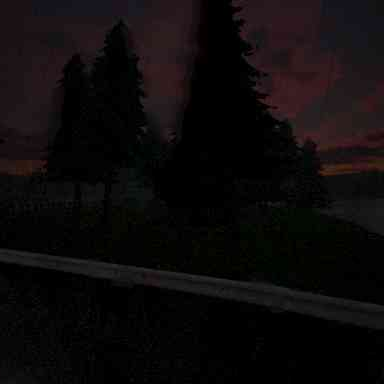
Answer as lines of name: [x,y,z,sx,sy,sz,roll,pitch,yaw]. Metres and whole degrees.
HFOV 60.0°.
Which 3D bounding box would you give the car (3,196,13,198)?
car: [-39.832,1.553,72.092,1.994,1.385,4.181,0,0,5]
